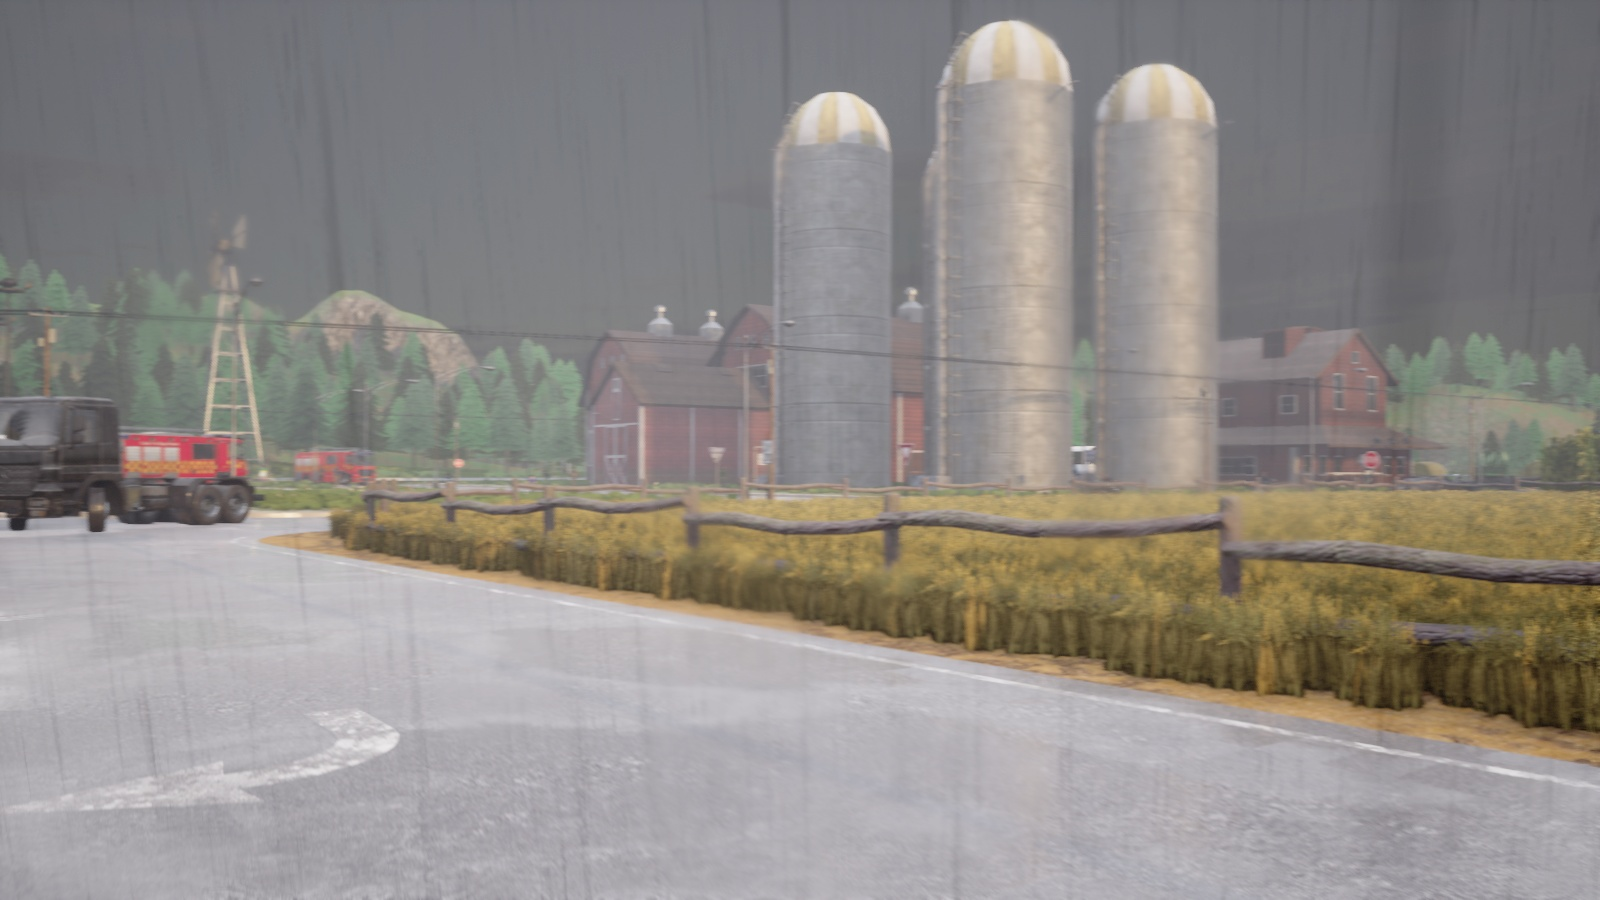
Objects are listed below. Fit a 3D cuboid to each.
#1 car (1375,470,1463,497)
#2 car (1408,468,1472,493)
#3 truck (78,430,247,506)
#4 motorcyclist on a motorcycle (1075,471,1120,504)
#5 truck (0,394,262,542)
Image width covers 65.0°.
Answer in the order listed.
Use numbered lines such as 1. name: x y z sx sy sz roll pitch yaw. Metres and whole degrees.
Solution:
1. car: 34.307 1.851 69.549 5.357 1.411 2.033 0 -1 -35
2. car: 39.461 1.874 77.451 3.806 1.475 1.970 0 -1 -35
3. truck: -34.280 0.986 67.977 2.891 3.827 8.468 0 -1 19
4. motorcyclist on a motorcycle: 14.139 1.781 59.655 2.191 1.530 0.866 0 -1 -35
5. truck: -18.235 0.488 33.646 2.891 3.462 7.936 -1 -1 13
